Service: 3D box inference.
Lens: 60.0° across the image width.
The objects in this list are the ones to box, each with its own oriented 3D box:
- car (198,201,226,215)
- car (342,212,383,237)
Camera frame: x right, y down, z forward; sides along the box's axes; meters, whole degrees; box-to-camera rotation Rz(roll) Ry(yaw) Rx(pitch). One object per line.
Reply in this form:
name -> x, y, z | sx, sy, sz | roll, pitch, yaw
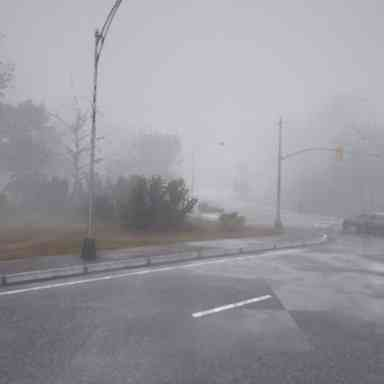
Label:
car -> 2.313, 1.797, 39.201 | 1.882, 1.535, 5.008 | 2, 1, -19
car -> 11.215, 1.984, 19.407 | 1.837, 1.490, 4.892 | 2, -1, -29
